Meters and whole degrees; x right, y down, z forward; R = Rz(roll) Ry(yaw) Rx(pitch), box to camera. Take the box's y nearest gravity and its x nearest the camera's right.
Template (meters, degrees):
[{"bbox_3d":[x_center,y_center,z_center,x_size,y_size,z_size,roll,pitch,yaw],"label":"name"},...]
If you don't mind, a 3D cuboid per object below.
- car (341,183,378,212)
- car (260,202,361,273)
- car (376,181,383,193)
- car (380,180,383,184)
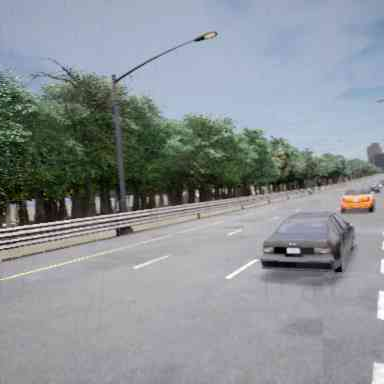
[{"bbox_3d":[12.517,0.487,25.071,2.097,1.767,4.553,-5,0,30],"label":"car"},{"bbox_3d":[3.614,1.313,9.854,2.033,1.411,5.357,-5,0,30],"label":"car"},{"bbox_3d":[29.687,-0.559,54.418,2.033,1.411,5.357,-5,0,31],"label":"car"},{"bbox_3d":[40.101,-1.304,72.054,1.895,1.301,4.718,-5,0,31],"label":"car"}]
